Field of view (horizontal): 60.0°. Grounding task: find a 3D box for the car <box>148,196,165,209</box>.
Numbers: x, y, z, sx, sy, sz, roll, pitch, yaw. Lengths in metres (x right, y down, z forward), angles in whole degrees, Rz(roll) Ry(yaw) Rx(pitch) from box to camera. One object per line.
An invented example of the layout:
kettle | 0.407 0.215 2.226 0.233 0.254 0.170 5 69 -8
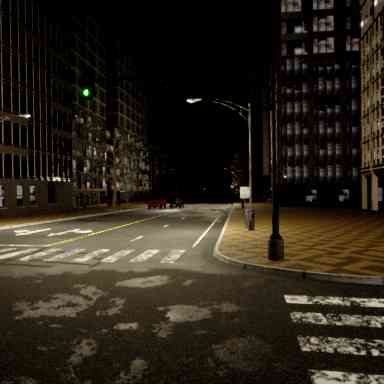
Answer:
car | -5.719 1.752 55.369 2.150 2.045 5.566 -1 -1 8

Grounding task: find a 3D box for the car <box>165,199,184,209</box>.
car | -2.493 1.983 54.950 2.128 1.511 4.902 -1 -1 8
